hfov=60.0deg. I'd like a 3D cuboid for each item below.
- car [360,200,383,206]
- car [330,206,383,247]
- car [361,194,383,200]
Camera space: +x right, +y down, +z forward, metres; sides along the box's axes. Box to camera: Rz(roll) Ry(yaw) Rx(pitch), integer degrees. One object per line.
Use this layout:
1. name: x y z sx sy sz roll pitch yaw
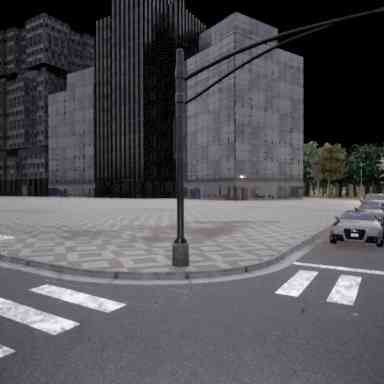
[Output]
1. car: 12.554 1.535 23.557 1.994 1.385 4.181 0 0 31
2. car: 7.506 1.545 15.023 1.994 1.385 4.181 0 0 30
3. car: 18.027 1.178 32.759 2.150 2.045 5.566 0 0 31
